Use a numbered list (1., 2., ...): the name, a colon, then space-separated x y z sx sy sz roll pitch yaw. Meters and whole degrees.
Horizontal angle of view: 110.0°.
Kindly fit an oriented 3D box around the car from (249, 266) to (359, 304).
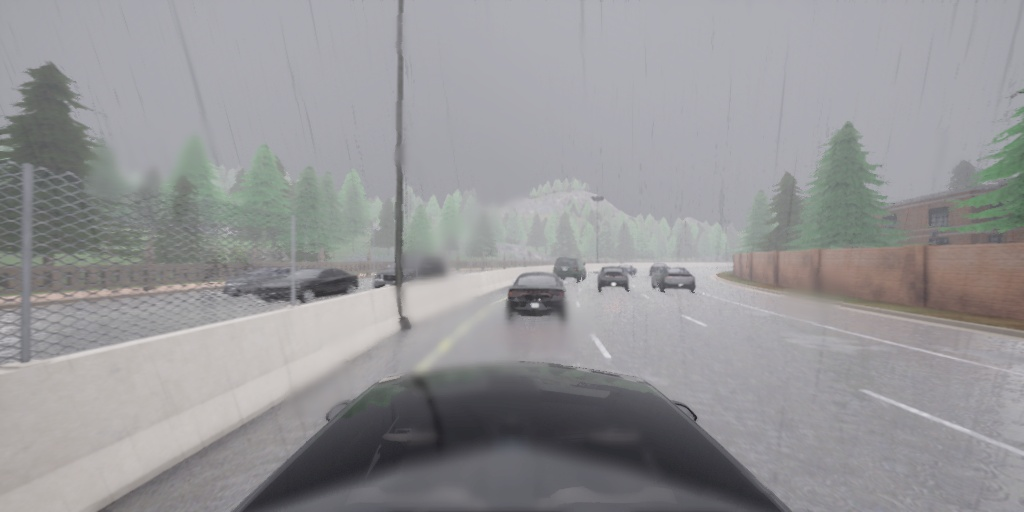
1. car: -9.248 1.268 16.865 1.882 1.535 5.008 0 0 9

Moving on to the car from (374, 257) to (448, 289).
1. car: -5.291 1.049 19.618 2.150 2.045 5.566 0 -1 11

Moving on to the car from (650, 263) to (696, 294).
1. car: 9.804 1.406 22.061 2.128 1.511 4.902 0 0 13

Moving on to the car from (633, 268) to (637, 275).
1. car: 13.430 1.647 42.032 1.895 1.301 4.718 0 0 26

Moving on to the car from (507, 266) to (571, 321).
1. car: 0.978 1.296 12.867 1.882 1.535 5.008 0 0 7

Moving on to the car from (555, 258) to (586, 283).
1. car: 5.081 1.164 31.021 2.150 2.045 5.566 0 0 18

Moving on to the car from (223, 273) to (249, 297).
1. car: -12.478 1.279 18.909 2.128 1.511 4.902 0 0 9

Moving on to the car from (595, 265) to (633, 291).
1. car: 6.499 1.410 23.298 1.837 1.490 4.892 0 0 13
